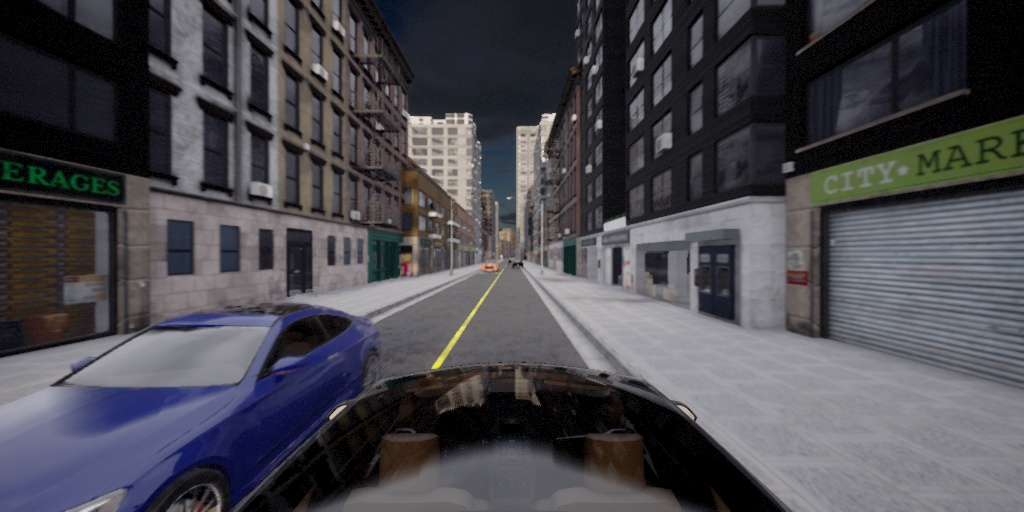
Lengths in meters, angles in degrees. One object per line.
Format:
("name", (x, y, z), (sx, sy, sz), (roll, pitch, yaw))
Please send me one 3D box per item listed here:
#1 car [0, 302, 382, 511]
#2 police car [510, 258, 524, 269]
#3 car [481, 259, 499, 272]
("car", (-2.836, 1.277, 3.675), (1.812, 1.442, 4.674), (0, 0, 0))
("police car", (0.988, 1.259, 60.458), (1.930, 1.638, 5.238), (0, 0, 0))
("car", (-2.810, 1.158, 46.343), (2.097, 1.767, 4.553), (0, 0, 0))
